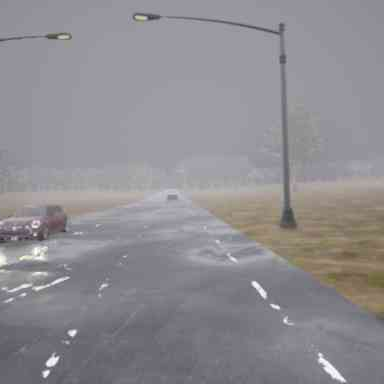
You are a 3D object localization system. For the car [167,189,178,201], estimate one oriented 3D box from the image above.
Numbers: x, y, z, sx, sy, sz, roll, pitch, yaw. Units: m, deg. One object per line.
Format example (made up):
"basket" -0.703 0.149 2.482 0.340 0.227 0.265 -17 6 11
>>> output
"car" -3.612 0.810 61.288 1.882 1.535 5.008 -2 1 -3

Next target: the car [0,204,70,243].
"car" -7.867 1.440 16.786 2.097 1.767 4.553 -2 1 -2
